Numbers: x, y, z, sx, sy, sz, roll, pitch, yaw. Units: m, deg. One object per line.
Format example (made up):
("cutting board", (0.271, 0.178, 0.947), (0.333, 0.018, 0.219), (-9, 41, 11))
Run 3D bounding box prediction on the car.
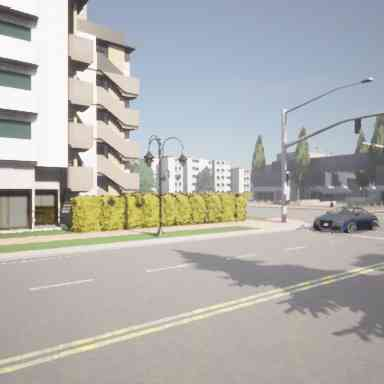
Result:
("car", (8.733, 1.556, 18.831), (4.181, 1.385, 1.994), (0, 0, -36))
